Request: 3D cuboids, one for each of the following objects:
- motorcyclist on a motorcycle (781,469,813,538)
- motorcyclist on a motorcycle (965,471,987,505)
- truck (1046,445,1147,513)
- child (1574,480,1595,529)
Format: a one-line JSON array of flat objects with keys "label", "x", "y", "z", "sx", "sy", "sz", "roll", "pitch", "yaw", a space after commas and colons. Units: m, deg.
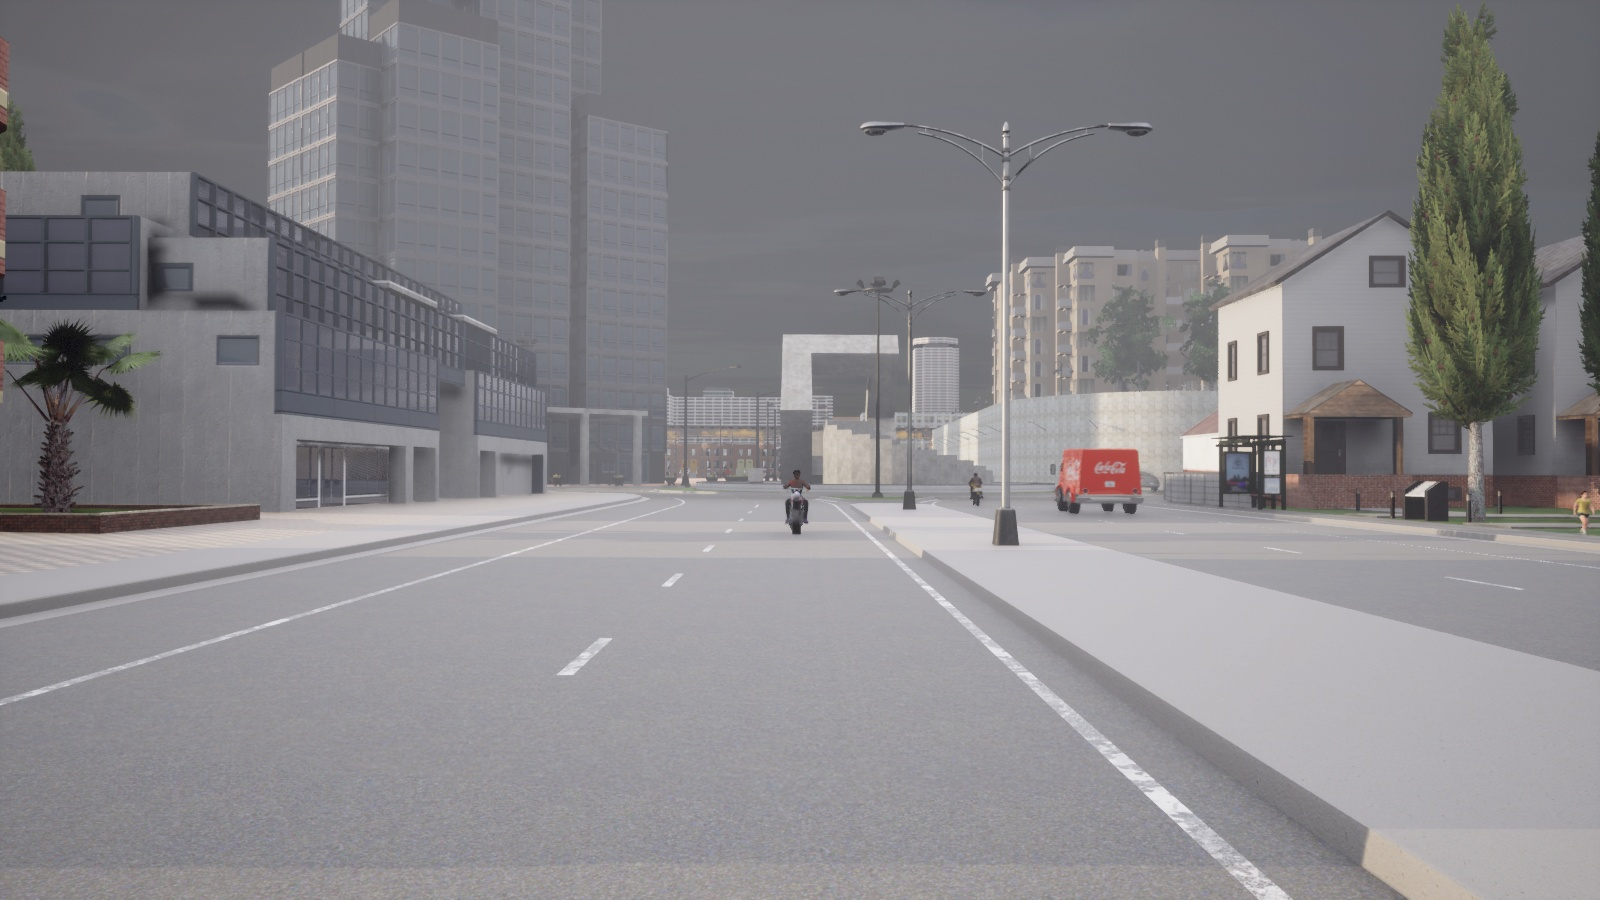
[{"label": "motorcyclist on a motorcycle", "x": -0.071, "y": 1.290, "z": 31.301, "sx": 0.766, "sy": 1.649, "sz": 2.350, "roll": 0, "pitch": -1, "yaw": 0}, {"label": "motorcyclist on a motorcycle", "x": 7.980, "y": 1.719, "z": 56.970, "sx": 0.797, "sy": 1.523, "sz": 2.044, "roll": 0, "pitch": -1, "yaw": 2}, {"label": "truck", "x": 11.388, "y": 1.098, "z": 48.690, "sx": 2.627, "sy": 2.467, "sz": 5.204, "roll": 0, "pitch": -1, "yaw": 0}, {"label": "child", "x": 18.158, "y": 1.259, "z": 29.064, "sx": 0.255, "sy": 1.110, "sz": 0.394, "roll": 0, "pitch": -1, "yaw": 5}]
